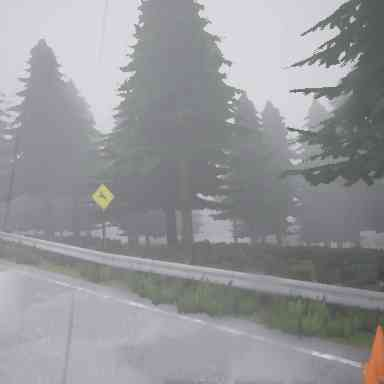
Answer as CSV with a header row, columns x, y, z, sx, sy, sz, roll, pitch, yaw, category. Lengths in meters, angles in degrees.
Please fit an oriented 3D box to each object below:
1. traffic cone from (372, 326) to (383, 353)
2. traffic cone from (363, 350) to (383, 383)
x,y,z,sx,sy,sz,roll,pitch,yaw,category
2.325,1.956,4.114,0.340,0.580,0.340,0,0,34,traffic cone
1.779,1.956,3.279,0.340,0.580,0.340,0,0,34,traffic cone
